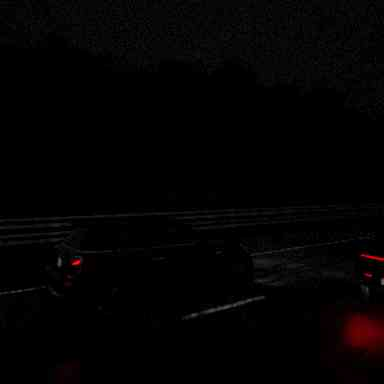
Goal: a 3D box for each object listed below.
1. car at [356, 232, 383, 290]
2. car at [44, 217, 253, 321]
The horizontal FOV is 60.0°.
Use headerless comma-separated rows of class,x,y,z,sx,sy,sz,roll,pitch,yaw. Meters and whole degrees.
car,5.783,1.493,7.804,4.892,1.490,1.837,0,0,-35
car,-0.763,1.344,7.490,4.553,1.767,2.097,0,0,-35
